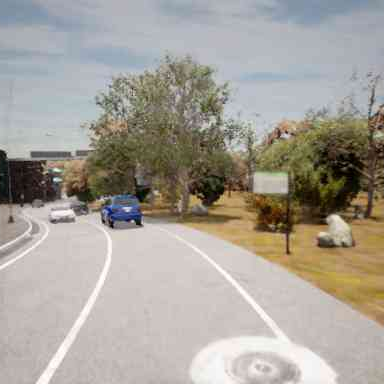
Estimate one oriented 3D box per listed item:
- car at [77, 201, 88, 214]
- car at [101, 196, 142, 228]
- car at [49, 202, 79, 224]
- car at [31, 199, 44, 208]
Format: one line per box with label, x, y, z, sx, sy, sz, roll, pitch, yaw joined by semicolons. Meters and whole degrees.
car;-13.976;1.935;40.500;1.837;1.490;4.892;-3;0;-30
car;-5.187;1.329;23.933;2.150;2.045;5.566;-2;0;-23
car;-11.452;1.909;29.155;1.812;1.442;4.674;-3;0;-28
car;-30.527;2.273;65.851;2.097;1.767;4.553;-2;0;-22
